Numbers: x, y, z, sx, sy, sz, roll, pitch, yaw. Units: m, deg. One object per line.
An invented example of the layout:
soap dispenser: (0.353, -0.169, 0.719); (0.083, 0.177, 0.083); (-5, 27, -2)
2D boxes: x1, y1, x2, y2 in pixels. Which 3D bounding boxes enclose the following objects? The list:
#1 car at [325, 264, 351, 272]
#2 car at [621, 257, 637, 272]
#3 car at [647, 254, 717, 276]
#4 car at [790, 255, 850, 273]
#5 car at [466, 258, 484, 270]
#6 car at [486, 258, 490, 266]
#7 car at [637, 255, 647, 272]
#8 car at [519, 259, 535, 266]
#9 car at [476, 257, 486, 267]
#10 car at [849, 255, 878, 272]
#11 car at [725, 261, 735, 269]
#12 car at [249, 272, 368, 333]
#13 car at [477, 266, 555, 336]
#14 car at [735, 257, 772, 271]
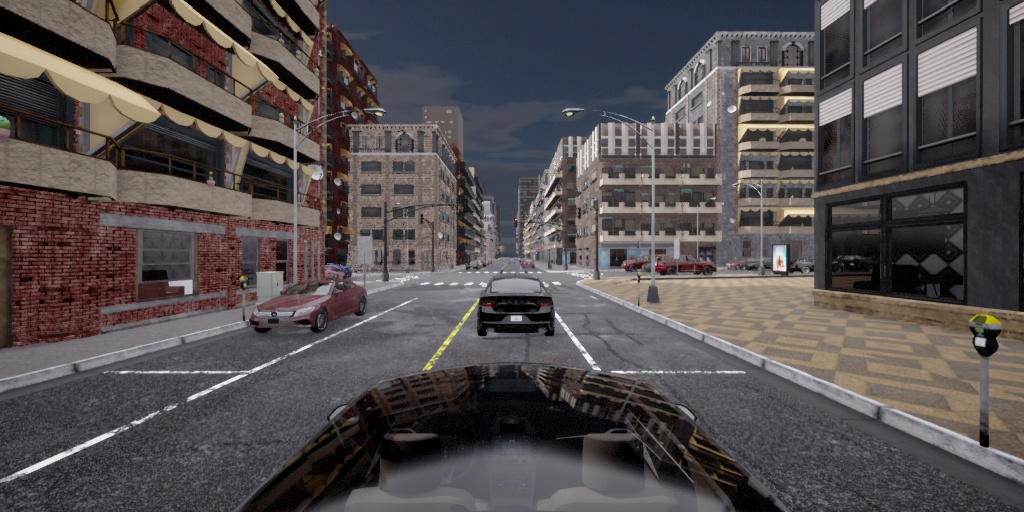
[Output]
car: (-17.188, 1.610, 33.010); (4.181, 1.385, 1.994); (-1, 0, -1)
car: (14.562, 0.764, 39.093); (5.009, 1.841, 2.192); (0, 0, -1)
car: (14.699, 0.778, 30.713); (5.009, 1.841, 2.192); (0, 0, -1)
car: (25.793, 0.822, 30.814); (4.313, 1.339, 1.948); (0, 0, -1)
car: (-5.708, 1.330, 52.750); (1.948, 1.339, 4.313); (0, 0, 0)
car: (-5.712, 1.086, 64.115); (2.192, 1.841, 5.009); (0, 0, 0)
car: (15.722, 0.938, 36.514); (4.892, 1.490, 1.837); (-1, 0, -1)
car: (2.670, 1.207, 58.437); (1.967, 1.591, 4.097); (0, 0, 0)
car: (-5.711, 1.293, 58.262); (1.751, 1.417, 4.829); (0, 0, 0)
car: (31.340, 0.717, 30.865); (4.313, 1.339, 1.948); (0, 0, -1)
car: (25.653, 0.824, 39.194); (4.207, 1.307, 1.802); (0, 0, -1)
car: (-5.744, 1.332, 10.726); (1.802, 1.307, 4.207); (0, 0, 0)
car: (0.096, 1.227, 10.388); (1.882, 1.535, 5.008); (0, 0, 0)
car: (26.346, 0.781, 36.607); (5.357, 1.411, 2.033); (-1, 0, 0)
